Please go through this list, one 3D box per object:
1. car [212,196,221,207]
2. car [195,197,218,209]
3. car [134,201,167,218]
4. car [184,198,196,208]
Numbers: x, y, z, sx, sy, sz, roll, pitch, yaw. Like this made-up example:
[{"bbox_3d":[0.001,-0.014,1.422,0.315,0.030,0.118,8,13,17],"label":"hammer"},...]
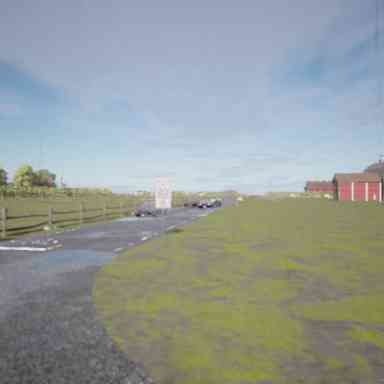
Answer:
[{"bbox_3d":[3.832,1.535,56.913,2.097,1.767,4.553,0,0,10],"label":"car"},{"bbox_3d":[2.137,1.733,47.346,1.895,1.301,4.718,0,0,11],"label":"car"},{"bbox_3d":[-3.753,1.598,31.218,2.033,1.411,5.357,0,0,10],"label":"car"},{"bbox_3d":[0.090,1.638,51.772,1.882,1.535,5.008,0,-1,11],"label":"car"}]
